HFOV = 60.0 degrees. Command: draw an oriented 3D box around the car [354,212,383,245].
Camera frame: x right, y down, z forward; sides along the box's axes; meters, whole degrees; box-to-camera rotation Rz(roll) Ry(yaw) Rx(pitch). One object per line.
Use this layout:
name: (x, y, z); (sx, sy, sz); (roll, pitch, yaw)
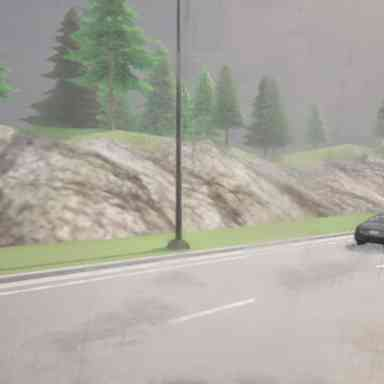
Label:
car: (8.864, 1.577, 14.371); (4.181, 1.385, 1.994); (0, 0, -35)
